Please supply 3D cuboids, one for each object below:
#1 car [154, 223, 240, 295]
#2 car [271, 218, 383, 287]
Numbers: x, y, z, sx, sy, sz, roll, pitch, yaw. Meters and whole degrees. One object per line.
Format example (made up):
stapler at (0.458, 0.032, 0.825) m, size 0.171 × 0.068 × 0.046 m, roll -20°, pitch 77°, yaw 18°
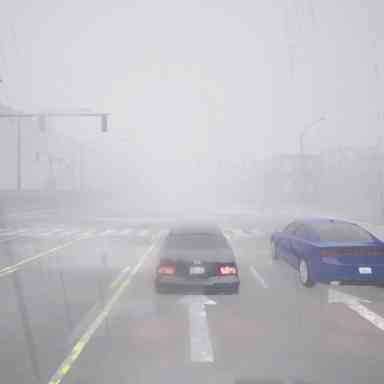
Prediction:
car at (0.098, 1.547, 8.852) m, size 2.033 × 1.411 × 5.357 m, roll 0°, pitch 0°, yaw 0°
car at (3.600, 1.478, 9.376) m, size 1.882 × 1.535 × 5.008 m, roll 0°, pitch 0°, yaw 0°
